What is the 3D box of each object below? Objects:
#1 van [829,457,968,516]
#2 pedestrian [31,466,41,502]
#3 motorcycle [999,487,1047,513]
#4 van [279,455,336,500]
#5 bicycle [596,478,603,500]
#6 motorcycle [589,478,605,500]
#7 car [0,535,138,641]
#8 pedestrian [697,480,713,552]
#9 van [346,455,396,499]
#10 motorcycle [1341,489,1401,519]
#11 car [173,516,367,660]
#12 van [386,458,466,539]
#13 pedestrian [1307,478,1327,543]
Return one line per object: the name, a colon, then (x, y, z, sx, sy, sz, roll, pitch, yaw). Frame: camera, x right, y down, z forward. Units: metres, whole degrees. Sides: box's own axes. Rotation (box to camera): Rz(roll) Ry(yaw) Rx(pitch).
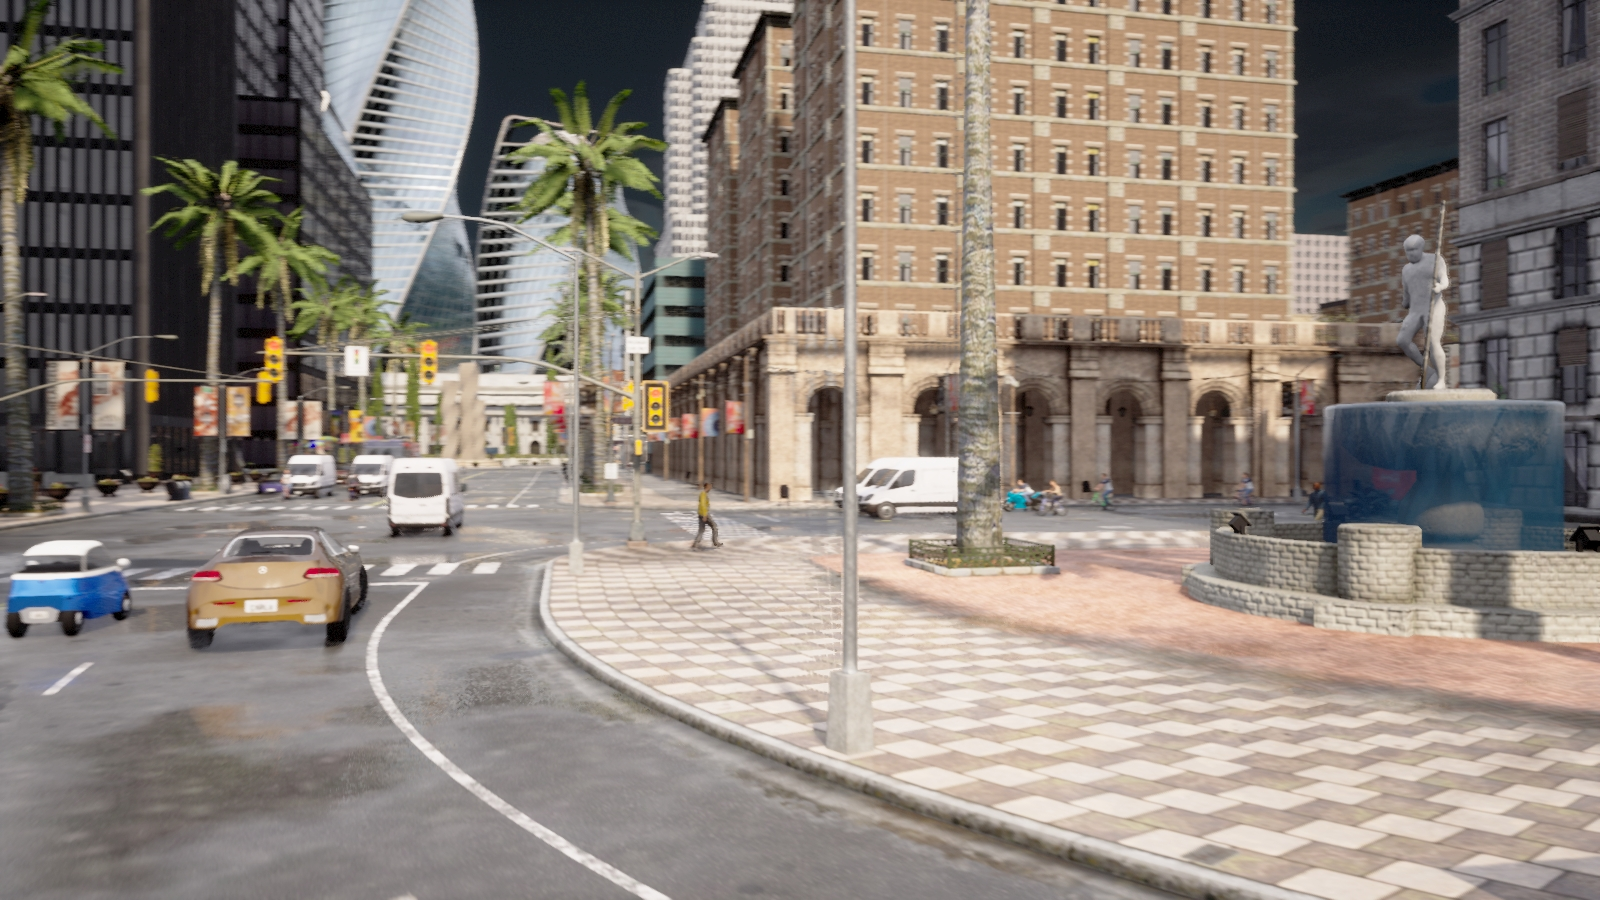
van: (4.438, 1.608, 51.677, 5.915, 2.561, 1.988, 0, 0, -12)
pedestrian: (-39.367, 1.741, 58.868, 0.375, 1.860, 0.375, 0, 0, -18)
motorcycle: (10.313, 2.294, 52.884, 2.033, 1.145, 0.803, 0, 0, -12)
van: (-29.583, 1.599, 68.865, 1.988, 2.561, 5.915, 0, 0, -12)
bicycle: (-11.734, 2.284, 66.949, 0.373, 1.196, 1.643, 0, 0, -12)
motorcycle: (-11.972, 2.284, 67.328, 0.867, 1.251, 2.209, 0, 0, -12)
car: (-11.645, 2.134, 18.113, 1.481, 1.376, 2.207, 0, 0, -15)
pedestrian: (-2.499, 1.734, 30.030, 0.375, 1.860, 0.375, 0, 0, -16)
van: (-26.292, 1.603, 70.241, 1.988, 2.561, 5.915, 0, 0, -12)
motorcycle: (24.315, 2.293, 48.660, 2.209, 1.251, 0.867, 0, 0, -12)
car: (-8.152, 2.008, 18.082, 2.152, 1.651, 5.027, 0, 0, -17)
van: (-12.879, 1.575, 39.645, 1.988, 2.561, 5.915, 0, 0, -12)
pedestrian: (14.963, 1.755, 33.044, 0.375, 1.860, 0.375, 0, 0, -17)
